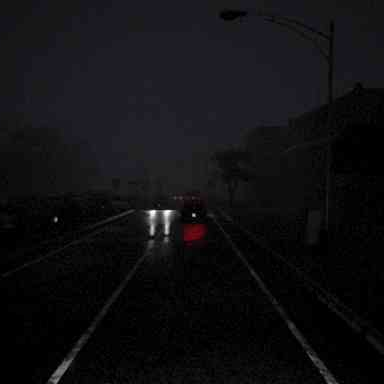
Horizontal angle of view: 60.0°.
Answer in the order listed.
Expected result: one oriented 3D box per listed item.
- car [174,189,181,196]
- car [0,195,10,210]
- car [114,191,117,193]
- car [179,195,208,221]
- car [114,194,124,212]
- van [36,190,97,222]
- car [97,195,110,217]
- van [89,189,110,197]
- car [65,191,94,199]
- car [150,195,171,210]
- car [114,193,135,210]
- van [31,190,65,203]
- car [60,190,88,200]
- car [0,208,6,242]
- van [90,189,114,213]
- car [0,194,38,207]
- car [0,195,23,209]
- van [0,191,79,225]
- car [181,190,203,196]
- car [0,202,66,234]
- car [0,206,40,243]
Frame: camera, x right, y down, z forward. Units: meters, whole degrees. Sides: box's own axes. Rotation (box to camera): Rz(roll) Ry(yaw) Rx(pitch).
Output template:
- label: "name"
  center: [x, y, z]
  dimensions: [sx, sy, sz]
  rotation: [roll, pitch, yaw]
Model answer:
- label: "car"
  center: [-3.178, 0.116, 77.426]
  dimensions: [2.033, 1.411, 5.357]
  rotation: [0, 2, 0]
- label: "car"
  center: [-22.038, 1.089, 34.726]
  dimensions: [4.892, 1.521, 2.231]
  rotation: [0, 1, 0]
- label: "car"
  center: [-8.924, 0.823, 35.597]
  dimensions: [5.566, 2.045, 2.435]
  rotation: [0, 1, 0]
- label: "car"
  center: [0.123, 1.243, 24.255]
  dimensions: [1.837, 1.490, 4.892]
  rotation: [0, 1, 0]
- label: "car"
  center: [-8.953, 1.197, 29.995]
  dimensions: [4.674, 1.452, 2.002]
  rotation: [0, 1, 0]
- label: "van"
  center: [-8.830, 1.055, 21.579]
  dimensions: [4.442, 1.987, 1.878]
  rotation: [0, 1, 0]
- label: "car"
  center: [-8.942, 1.240, 24.389]
  dimensions: [5.008, 1.535, 2.097]
  rotation: [0, 1, 0]
- label: "van"
  center: [-21.934, 0.217, 79.124]
  dimensions: [4.442, 1.987, 1.878]
  rotation: [0, 1, 0]
- label: "car"
  center: [-22.051, 0.639, 65.254]
  dimensions: [5.008, 1.535, 2.097]
  rotation: [0, 1, 0]
- label: "car"
  center: [-3.312, 1.089, 35.886]
  dimensions: [1.837, 1.490, 4.892]
  rotation: [0, 1, 0]
- label: "car"
  center: [-8.766, 1.113, 32.798]
  dimensions: [5.366, 1.575, 1.946]
  rotation: [0, 1, 0]
- label: "van"
  center: [-22.156, 0.615, 51.373]
  dimensions: [4.442, 1.987, 1.878]
  rotation: [0, 1, 0]
- label: "car"
  center: [-22.076, 0.553, 62.476]
  dimensions: [4.553, 1.767, 2.185]
  rotation: [0, 1, 0]
- label: "car"
  center: [-8.948, 1.412, 10.367]
  dimensions: [4.892, 1.521, 2.231]
  rotation: [0, 1, 0]
- label: "van"
  center: [-9.066, 0.973, 27.189]
  dimensions: [4.442, 1.987, 1.878]
  rotation: [0, 1, 0]
- label: "car"
  center: [-21.848, 1.003, 40.275]
  dimensions: [5.366, 1.575, 1.946]
  rotation: [0, 1, 0]
- label: "car"
  center: [-22.062, 1.076, 37.501]
  dimensions: [4.792, 1.488, 2.163]
  rotation: [0, 1, 0]
- label: "van"
  center: [-9.062, 1.092, 18.777]
  dimensions: [4.442, 1.987, 1.878]
  rotation: [0, 1, 0]
- label: "car"
  center: [0.139, 0.743, 40.297]
  dimensions: [2.150, 2.045, 5.566]
  rotation: [0, 1, 0]
- label: "car"
  center: [-8.973, 1.384, 15.978]
  dimensions: [4.792, 1.488, 2.163]
  rotation: [0, 1, 0]
- label: "car"
  center: [-8.940, 1.424, 13.170]
  dimensions: [4.674, 1.452, 2.002]
  rotation: [0, 1, 0]
